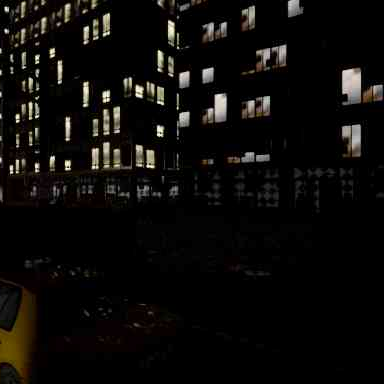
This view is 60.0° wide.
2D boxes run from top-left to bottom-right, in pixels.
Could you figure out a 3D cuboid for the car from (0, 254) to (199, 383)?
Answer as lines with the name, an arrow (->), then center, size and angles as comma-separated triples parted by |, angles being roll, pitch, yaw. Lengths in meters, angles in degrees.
car -> -2.208, 1.525, 4.445 | 4.829, 1.417, 1.752 | 0, 0, 36
